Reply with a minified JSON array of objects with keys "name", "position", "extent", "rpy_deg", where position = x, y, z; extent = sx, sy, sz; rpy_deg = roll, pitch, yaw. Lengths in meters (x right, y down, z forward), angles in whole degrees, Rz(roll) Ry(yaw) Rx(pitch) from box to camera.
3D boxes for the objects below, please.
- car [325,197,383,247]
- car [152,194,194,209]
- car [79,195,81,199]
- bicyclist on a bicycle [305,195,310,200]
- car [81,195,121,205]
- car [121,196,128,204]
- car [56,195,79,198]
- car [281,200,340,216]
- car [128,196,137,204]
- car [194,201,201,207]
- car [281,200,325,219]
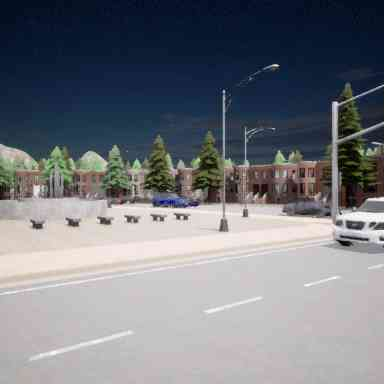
[{"name":"car","position":[8.298,1.221,13.874],"extent":[5.566,2.045,2.150],"rpy_deg":[0,0,-33]},{"name":"car","position":[-2.942,1.223,45.300],"extent":[5.566,2.045,2.150],"rpy_deg":[0,0,37]},{"name":"car","position":[-22.556,1.352,63.988],"extent":[4.553,1.767,2.097],"rpy_deg":[0,0,7]},{"name":"bicyclist on a bicycle","position":[16.174,1.303,46.611],"extent":[1.656,1.620,0.582],"rpy_deg":[0,0,-37]},{"name":"car","position":[-15.234,1.257,55.722],"extent":[5.357,1.411,2.033],"rpy_deg":[0,0,16]},{"name":"car","position":[-14.081,1.564,58.826],"extent":[4.181,1.385,1.994],"rpy_deg":[0,0,18]},{"name":"car","position":[-23.818,1.505,60.694],"extent":[4.892,1.490,1.837],"rpy_deg":[0,0,5]},{"name":"car","position":[11.906,1.547,33.754],"extent":[2.033,1.411,5.357],"rpy_deg":[0,0,-37]},{"name":"car","position":[-12.736,1.505,62.058],"extent":[4.892,1.490,1.837],"rpy_deg":[0,0,18]},{"name":"car","position":[-1.100,1.601,48.188],"extent":[4.718,1.301,1.895],"rpy_deg":[0,0,36]},{"name":"car","position":[10.585,1.547,29.677],"extent":[2.033,1.411,5.357],"rpy_deg":[0,0,-36]}]
